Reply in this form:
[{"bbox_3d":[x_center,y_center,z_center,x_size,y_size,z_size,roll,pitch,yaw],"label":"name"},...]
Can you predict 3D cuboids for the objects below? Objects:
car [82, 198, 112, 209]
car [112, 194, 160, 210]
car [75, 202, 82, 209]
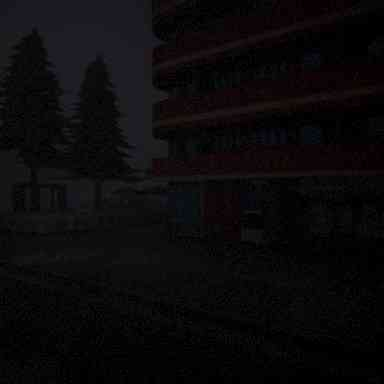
[{"bbox_3d":[-11.255,1.520,43.233,1.837,1.490,4.892,0,0,38],"label":"car"},{"bbox_3d":[-6.057,1.224,38.447,2.150,2.045,5.566,0,0,37],"label":"car"},{"bbox_3d":[-13.490,1.570,46.176,2.033,1.411,5.357,0,0,37],"label":"car"}]
